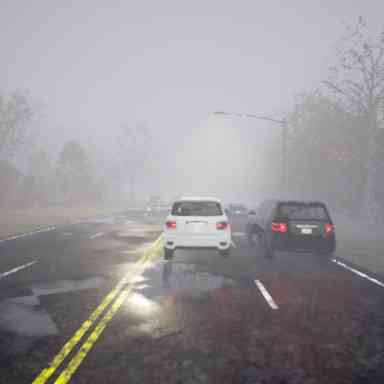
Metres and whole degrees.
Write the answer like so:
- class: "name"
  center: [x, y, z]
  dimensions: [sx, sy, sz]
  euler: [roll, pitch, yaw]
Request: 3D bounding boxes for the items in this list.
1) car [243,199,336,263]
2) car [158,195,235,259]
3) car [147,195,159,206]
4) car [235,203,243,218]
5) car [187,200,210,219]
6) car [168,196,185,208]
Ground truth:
- class: "car"
  center: [3.508, 1.312, 12.693]
  dimensions: [2.150, 2.045, 5.566]
  euler: [2, -1, 1]
- class: "car"
  center: [0.205, 1.224, 12.668]
  dimensions: [2.150, 2.045, 5.566]
  euler: [0, -1, 1]
- class: "car"
  center: [-5.565, 1.251, 50.839]
  dimensions: [2.097, 1.767, 4.553]
  euler: [2, 0, 2]
- class: "car"
  center: [3.844, 1.684, 29.272]
  dimensions: [1.994, 1.385, 4.181]
  euler: [3, -1, 1]
- class: "car"
  center: [0.585, 1.525, 30.305]
  dimensions: [1.882, 1.535, 5.008]
  euler: [1, 0, 1]
- class: "car"
  center: [-2.336, 1.484, 50.274]
  dimensions: [2.128, 1.511, 4.902]
  euler: [2, 0, 2]
